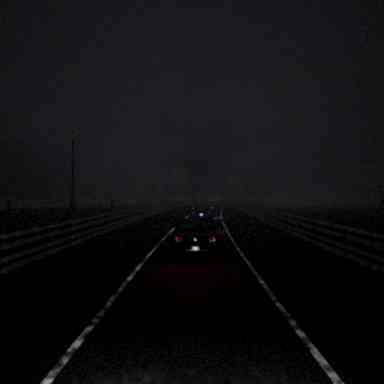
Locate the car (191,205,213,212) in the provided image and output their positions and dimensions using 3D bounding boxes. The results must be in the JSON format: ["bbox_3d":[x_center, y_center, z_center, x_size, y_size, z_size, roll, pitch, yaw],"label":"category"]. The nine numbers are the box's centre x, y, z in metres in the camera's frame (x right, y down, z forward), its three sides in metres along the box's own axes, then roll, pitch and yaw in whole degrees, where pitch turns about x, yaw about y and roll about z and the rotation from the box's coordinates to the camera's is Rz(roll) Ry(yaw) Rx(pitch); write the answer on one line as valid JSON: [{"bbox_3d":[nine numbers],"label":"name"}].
[{"bbox_3d":[0.896,1.839,29.149,1.994,1.385,4.181,0,0,4],"label":"car"}]

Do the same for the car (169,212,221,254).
[{"bbox_3d":[0.189,1.734,14.052,1.895,1.301,4.718,0,0,2],"label":"car"}]
